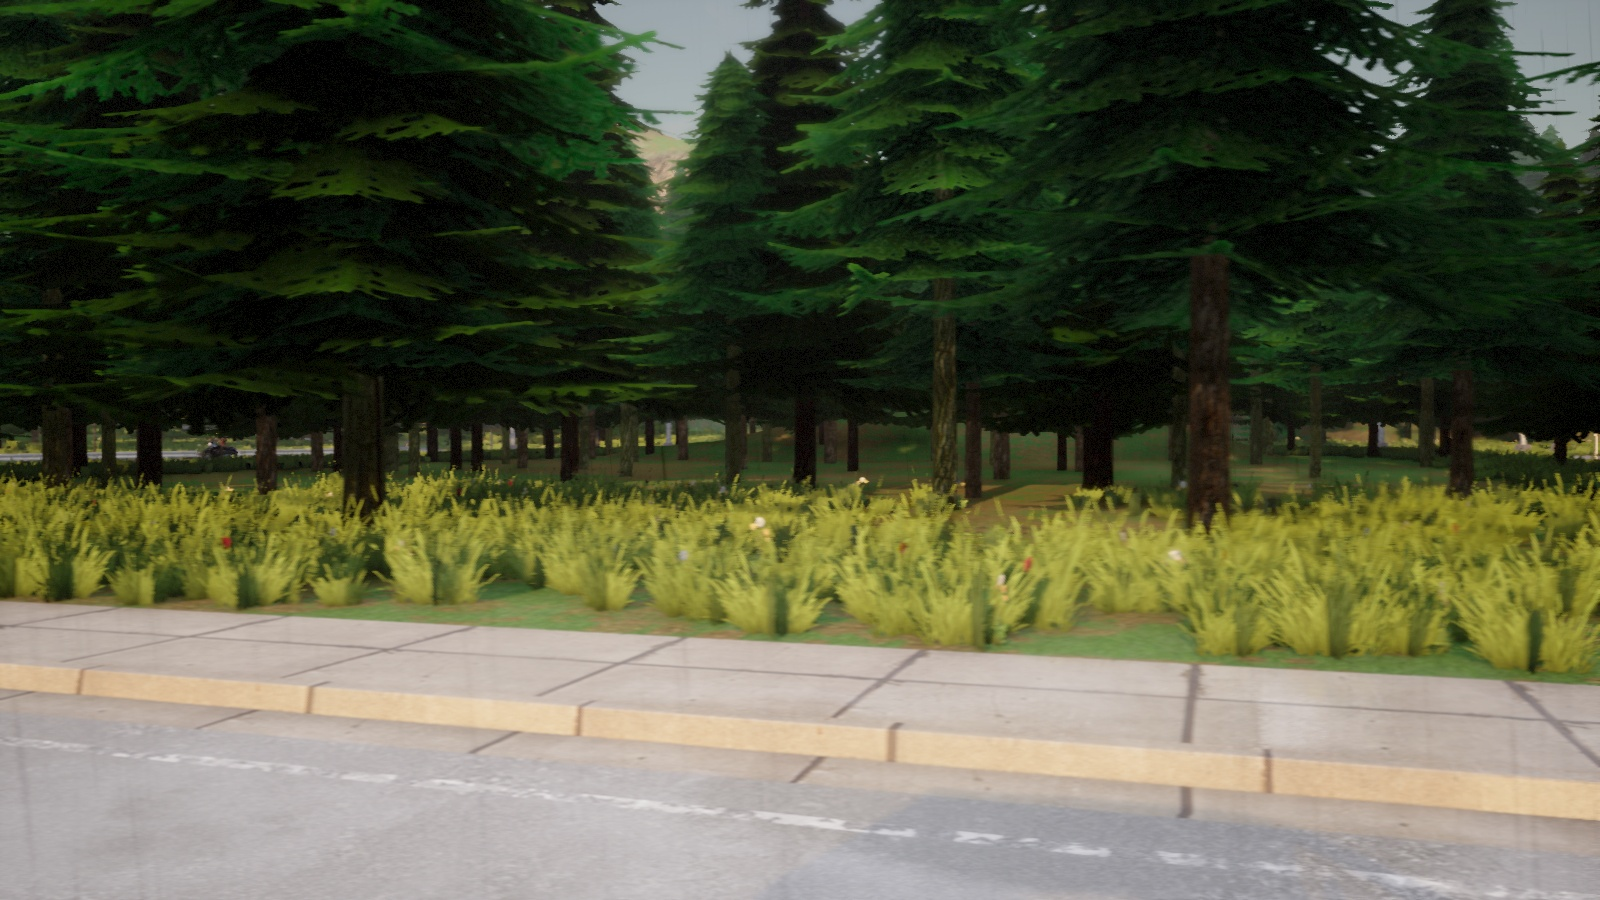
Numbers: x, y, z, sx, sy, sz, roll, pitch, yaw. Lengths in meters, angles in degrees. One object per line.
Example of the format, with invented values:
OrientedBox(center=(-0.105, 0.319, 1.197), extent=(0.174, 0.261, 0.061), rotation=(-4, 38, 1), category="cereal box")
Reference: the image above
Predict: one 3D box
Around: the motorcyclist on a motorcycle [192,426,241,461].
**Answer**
OrientedBox(center=(-28.720, -0.333, 61.821), extent=(0.766, 1.649, 2.350), rotation=(1, 1, 20), category="motorcyclist on a motorcycle")
